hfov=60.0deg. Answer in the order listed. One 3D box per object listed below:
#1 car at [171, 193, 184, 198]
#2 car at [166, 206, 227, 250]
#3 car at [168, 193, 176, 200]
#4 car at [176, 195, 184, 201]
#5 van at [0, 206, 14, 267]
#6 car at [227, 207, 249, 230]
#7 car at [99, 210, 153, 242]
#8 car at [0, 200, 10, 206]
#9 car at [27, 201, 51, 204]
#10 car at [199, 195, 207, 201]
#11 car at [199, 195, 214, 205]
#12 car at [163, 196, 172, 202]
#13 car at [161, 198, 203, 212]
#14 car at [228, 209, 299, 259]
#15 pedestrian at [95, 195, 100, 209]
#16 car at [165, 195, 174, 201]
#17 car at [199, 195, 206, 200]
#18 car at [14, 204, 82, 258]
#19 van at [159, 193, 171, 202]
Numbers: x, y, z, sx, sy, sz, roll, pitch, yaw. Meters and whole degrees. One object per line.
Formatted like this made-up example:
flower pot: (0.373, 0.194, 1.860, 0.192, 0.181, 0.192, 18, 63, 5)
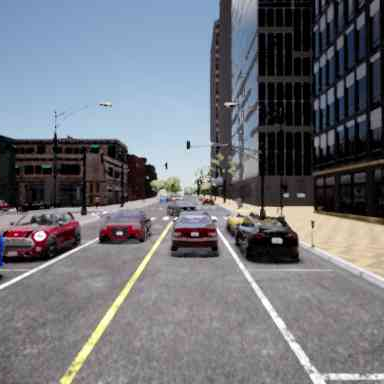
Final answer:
car: (-3.005, 1.308, 71.057, 2.097, 1.767, 4.553, 0, 0, 0)
car: (0.100, 1.537, 14.248, 2.033, 1.411, 5.357, 0, 0, 0)
car: (-5.681, 1.253, 94.832, 2.192, 1.841, 5.009, 1, 0, 0)
car: (-3.006, 1.522, 86.603, 1.895, 1.301, 4.718, 0, 0, 0)
van: (-5.676, 1.336, 6.896, 1.690, 1.788, 3.998, 1, 0, 0)
car: (2.838, 1.512, 18.300, 1.752, 1.417, 4.829, 1, 0, 0)
car: (-3.075, 1.552, 16.065, 1.994, 1.385, 4.181, 0, 0, 0)
car: (-24.969, 1.700, 41.277, 4.097, 1.590, 1.967, -1, 0, 1)
car: (-19.421, 1.773, 41.205, 4.313, 1.339, 1.947, -1, 0, 1)
car: (2.696, 1.470, 83.923, 1.752, 1.417, 4.829, 1, 0, 0)
car: (2.699, 1.402, 56.078, 1.967, 1.590, 4.097, 1, 0, 0)
car: (-5.684, 1.530, 78.230, 1.802, 1.307, 4.206, 1, 0, 0)
car: (-1.060, 1.525, 30.899, 2.033, 1.411, 5.357, 0, 0, -17)
car: (2.667, 1.557, 12.487, 1.947, 1.339, 4.313, 1, 0, 0)
pedestrian: (-12.547, 1.327, 44.071, 0.375, 1.860, 0.375, 0, 0, 1)
car: (-5.685, 1.511, 83.764, 1.947, 1.339, 4.313, 1, 0, 0)
car: (2.696, 1.467, 89.457, 1.752, 1.417, 4.829, 1, 0, 0)
car: (-5.678, 1.431, 12.540, 1.967, 1.590, 4.097, 1, 0, 0)
van: (-5.680, 1.296, 67.161, 1.690, 1.788, 3.998, 1, 0, 0)
